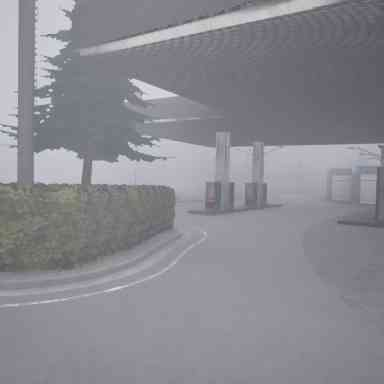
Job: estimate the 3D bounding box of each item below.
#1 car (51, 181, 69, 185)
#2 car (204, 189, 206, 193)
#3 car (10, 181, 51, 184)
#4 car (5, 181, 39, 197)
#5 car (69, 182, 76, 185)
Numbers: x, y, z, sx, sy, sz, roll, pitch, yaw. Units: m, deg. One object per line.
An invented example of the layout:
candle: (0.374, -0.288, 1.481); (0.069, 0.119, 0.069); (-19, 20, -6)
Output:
car: (-26.795, -1.260, 65.478); (3.866, 1.878, 1.905); (2, 2, 35)
car: (4.868, -0.306, 65.621); (5.027, 1.636, 2.152); (2, 2, 35)
car: (-17.252, -0.182, 35.232); (3.866, 1.878, 1.905); (2, 2, 35)
car: (-21.784, -0.469, 42.450); (4.605, 1.855, 1.932); (2, 2, 35)
car: (-25.457, -1.284, 68.090); (4.605, 1.855, 1.932); (2, 2, 35)
